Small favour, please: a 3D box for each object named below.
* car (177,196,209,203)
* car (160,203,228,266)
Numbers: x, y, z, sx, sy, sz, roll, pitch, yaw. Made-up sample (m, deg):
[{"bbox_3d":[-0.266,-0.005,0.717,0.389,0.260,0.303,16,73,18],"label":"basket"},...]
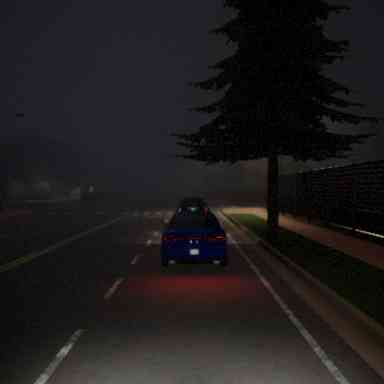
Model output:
[{"bbox_3d":[0.062,1.072,22.295,2.097,1.767,4.553,0,1,0],"label":"car"},{"bbox_3d":[0.064,1.339,10.968,1.882,1.535,5.008,0,1,0],"label":"car"}]
